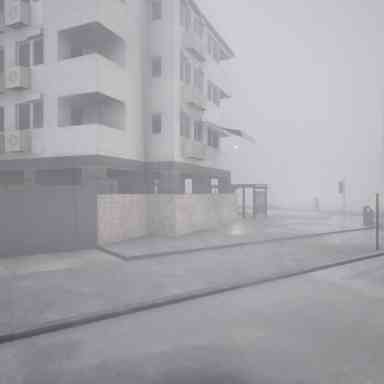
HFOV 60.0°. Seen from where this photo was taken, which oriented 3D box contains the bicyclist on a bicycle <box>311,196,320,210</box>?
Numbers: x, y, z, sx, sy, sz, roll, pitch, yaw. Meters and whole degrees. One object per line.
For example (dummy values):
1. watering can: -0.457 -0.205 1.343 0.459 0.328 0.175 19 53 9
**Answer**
1. bicyclist on a bicycle: 14.709 1.349 39.571 1.656 1.620 0.582 0 0 -35
